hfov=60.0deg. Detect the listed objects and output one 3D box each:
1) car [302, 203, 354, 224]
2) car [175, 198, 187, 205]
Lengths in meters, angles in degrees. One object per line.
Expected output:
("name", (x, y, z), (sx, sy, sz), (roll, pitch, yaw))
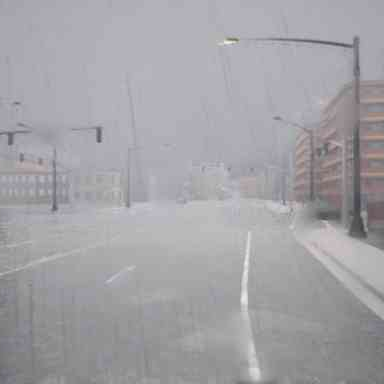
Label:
("car", (11.905, 1.715, 28.649), (4.553, 1.767, 2.097), (0, -1, 9))
("car", (-2.343, 2.001, 72.246), (1.812, 1.442, 4.674), (0, 0, 10))
